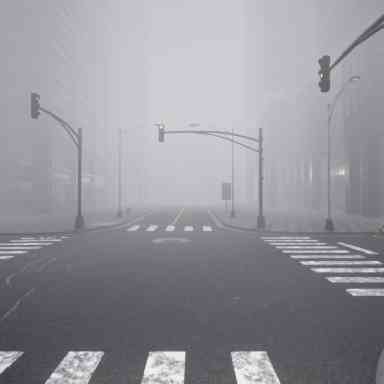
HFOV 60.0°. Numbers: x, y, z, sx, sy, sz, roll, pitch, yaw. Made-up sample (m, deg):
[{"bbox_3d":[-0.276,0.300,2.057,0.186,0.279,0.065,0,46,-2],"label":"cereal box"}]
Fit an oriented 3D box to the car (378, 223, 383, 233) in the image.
[{"bbox_3d":[11.758,1.564,16.205,4.829,1.417,1.752,0,-1,0],"label":"car"}]
